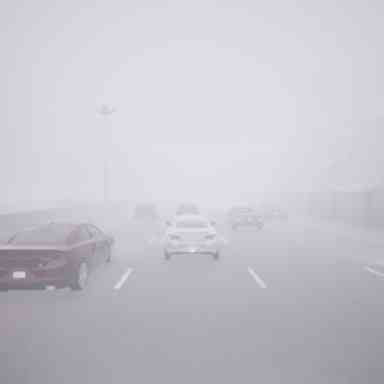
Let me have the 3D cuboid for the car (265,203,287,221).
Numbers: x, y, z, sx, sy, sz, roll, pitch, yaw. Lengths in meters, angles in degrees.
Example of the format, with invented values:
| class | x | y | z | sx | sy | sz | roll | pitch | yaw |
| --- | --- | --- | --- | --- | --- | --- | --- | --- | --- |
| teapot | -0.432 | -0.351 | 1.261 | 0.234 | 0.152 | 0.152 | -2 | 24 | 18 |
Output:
| class | x | y | z | sx | sy | sz | roll | pitch | yaw |
| --- | --- | --- | --- | --- | --- | --- | --- | --- | --- |
| car | 6.631 | 1.649 | 28.297 | 1.994 | 1.385 | 4.181 | 0 | 0 | -1 |

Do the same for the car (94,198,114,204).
| class | x | y | z | sx | sy | sz | roll | pitch | yaw |
| --- | --- | --- | --- | --- | --- | --- | --- | --- | --- |
| car | -15.214 | 1.757 | 59.208 | 2.033 | 1.411 | 5.357 | 0 | 0 | -1 |

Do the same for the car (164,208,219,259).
| class | x | y | z | sx | sy | sz | roll | pitch | yaw |
| --- | --- | --- | --- | --- | --- | --- | --- | --- | --- |
| car | -0.042 | 1.564 | 12.602 | 1.812 | 1.442 | 4.674 | 0 | 0 | -1 |

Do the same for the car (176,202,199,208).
| class | x | y | z | sx | sy | sz | roll | pitch | yaw |
| --- | --- | --- | --- | --- | --- | --- | --- | --- | --- |
| car | -0.388 | 1.565 | 29.033 | 1.882 | 1.535 | 5.008 | 0 | 0 | -1 |

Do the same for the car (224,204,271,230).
| class | x | y | z | sx | sy | sz | roll | pitch | yaw |
| --- | --- | --- | --- | --- | --- | --- | --- | --- | --- |
| car | 3.290 | 1.613 | 21.675 | 2.033 | 1.411 | 5.357 | 0 | 0 | -1 |

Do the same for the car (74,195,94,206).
| class | x | y | z | sx | sy | sz | roll | pitch | yaw |
| --- | --- | --- | --- | --- | --- | --- | --- | --- | --- |
| car | -18.713 | 1.693 | 59.125 | 2.128 | 1.511 | 4.902 | 0 | 0 | -1 |

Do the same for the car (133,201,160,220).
| class | x | y | z | sx | sy | sz | roll | pitch | yaw |
| --- | --- | --- | --- | --- | --- | --- | --- | --- | --- |
| car | -3.889 | 1.565 | 29.024 | 1.882 | 1.535 | 5.008 | 0 | 0 | -1 |

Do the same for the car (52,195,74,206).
| class | x | y | z | sx | sy | sz | roll | pitch | yaw |
| --- | --- | --- | --- | --- | --- | --- | --- | --- | --- |
| car | -22.211 | 1.478 | 59.012 | 2.150 | 2.045 | 5.566 | 0 | 0 | -1 |

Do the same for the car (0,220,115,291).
| class | x | y | z | sx | sy | sz | roll | pitch | yaw |
| --- | --- | --- | --- | --- | --- | --- | --- | --- | --- |
| car | -3.468 | 1.505 | 9.098 | 1.882 | 1.535 | 5.008 | 0 | 0 | -1 |

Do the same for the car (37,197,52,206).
| class | x | y | z | sx | sy | sz | roll | pitch | yaw |
| --- | --- | --- | --- | --- | --- | --- | --- | --- | --- |
| car | -25.711 | 1.692 | 58.957 | 2.128 | 1.511 | 4.902 | 0 | 0 | -1 |
